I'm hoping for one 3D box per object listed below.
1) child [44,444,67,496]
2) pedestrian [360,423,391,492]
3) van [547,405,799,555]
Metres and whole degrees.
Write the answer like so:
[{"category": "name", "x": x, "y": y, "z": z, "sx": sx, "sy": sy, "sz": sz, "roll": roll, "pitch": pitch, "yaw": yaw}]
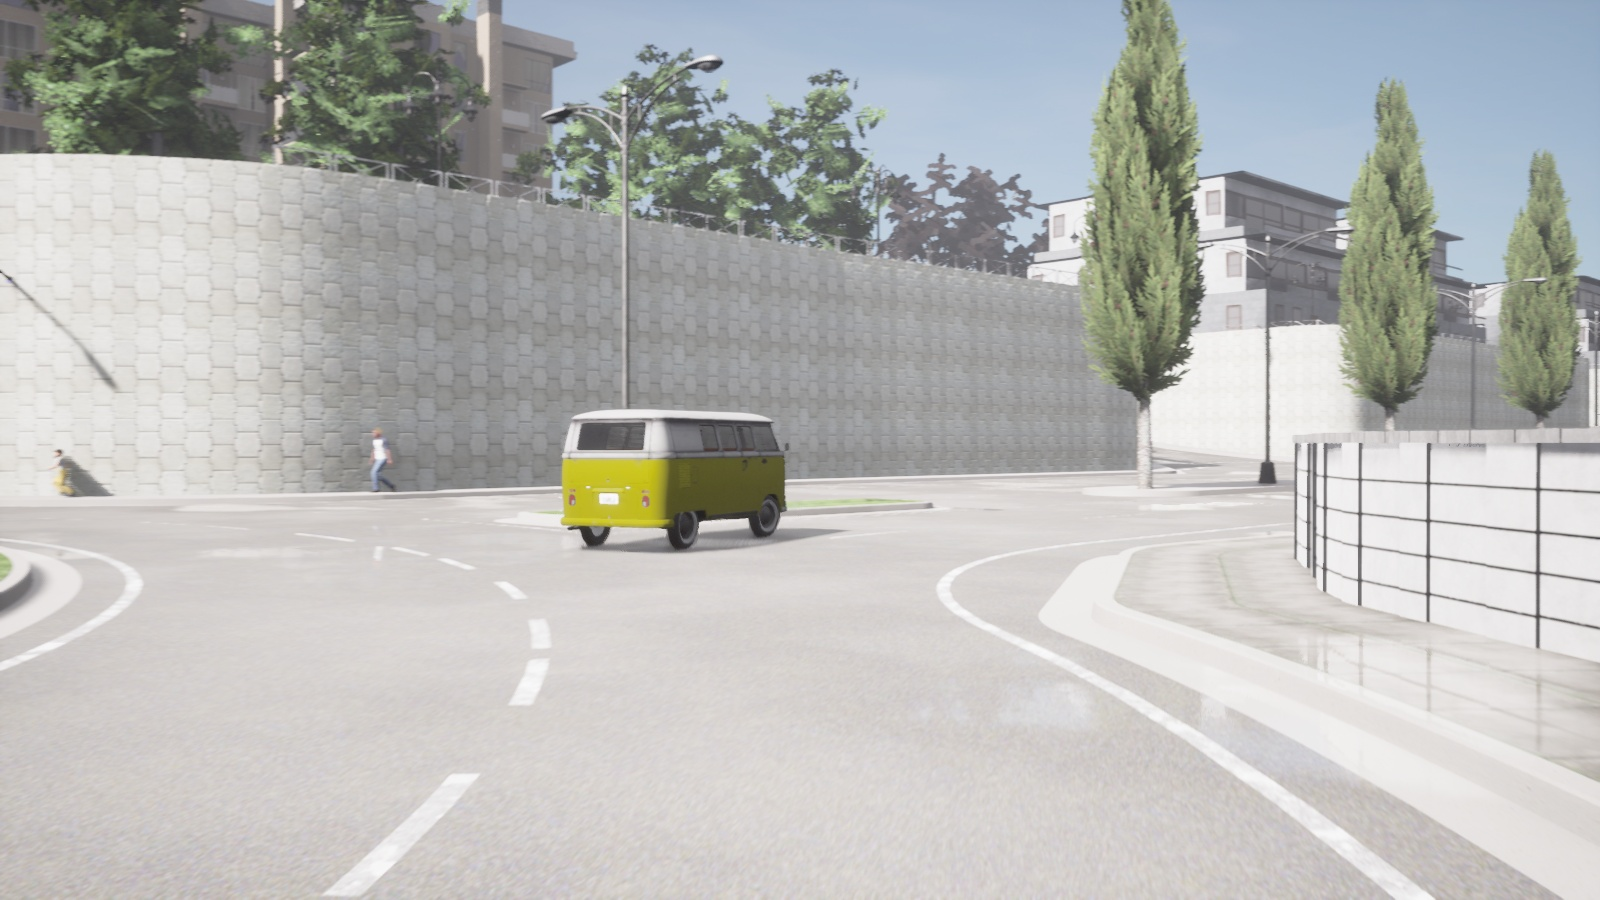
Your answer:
[{"category": "child", "x": -18.135, "y": 0.478, "z": 30.592, "sx": 0.437, "sy": 1.263, "sz": 0.270, "roll": 0, "pitch": 0, "yaw": -19}, {"category": "pedestrian", "x": -11.316, "y": 0.193, "z": 33.452, "sx": 0.706, "sy": 1.836, "sz": 0.354, "roll": 0, "pitch": 0, "yaw": -41}, {"category": "van", "x": -1.754, "y": 0.389, "z": 18.971, "sx": 1.775, "sy": 1.987, "sz": 4.442, "roll": 0, "pitch": 0, "yaw": 25}]
